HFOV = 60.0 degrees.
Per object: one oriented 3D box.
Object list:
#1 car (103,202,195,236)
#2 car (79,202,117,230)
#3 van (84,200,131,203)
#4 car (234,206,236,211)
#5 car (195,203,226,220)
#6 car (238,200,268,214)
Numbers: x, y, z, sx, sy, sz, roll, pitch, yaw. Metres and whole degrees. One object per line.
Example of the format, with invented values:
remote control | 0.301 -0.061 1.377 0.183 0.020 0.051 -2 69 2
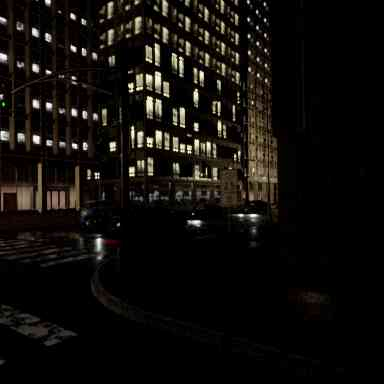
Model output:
car | -2.232 1.479 18.742 1.882 1.535 5.008 -1 -1 36
car | -4.623 1.571 20.947 1.837 1.490 4.892 -1 -1 33
van | -5.966 1.460 23.481 1.690 1.788 3.998 -2 -1 36
car | 6.891 1.689 41.374 1.752 1.417 4.829 -2 -1 36
car | 1.236 1.649 29.051 1.994 1.385 4.181 -1 -1 36
car | 7.132 1.631 37.240 1.812 1.442 4.674 -1 -1 36
